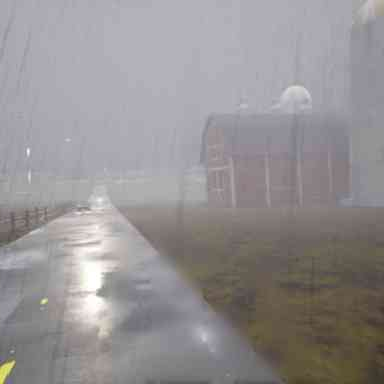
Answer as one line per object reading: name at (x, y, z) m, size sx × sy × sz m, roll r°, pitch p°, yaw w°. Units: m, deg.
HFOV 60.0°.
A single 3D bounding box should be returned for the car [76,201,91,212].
car at (-15.533, 2.042, 47.932) m, size 2.033 × 1.411 × 5.357 m, roll -2°, pitch 0°, yaw -15°
